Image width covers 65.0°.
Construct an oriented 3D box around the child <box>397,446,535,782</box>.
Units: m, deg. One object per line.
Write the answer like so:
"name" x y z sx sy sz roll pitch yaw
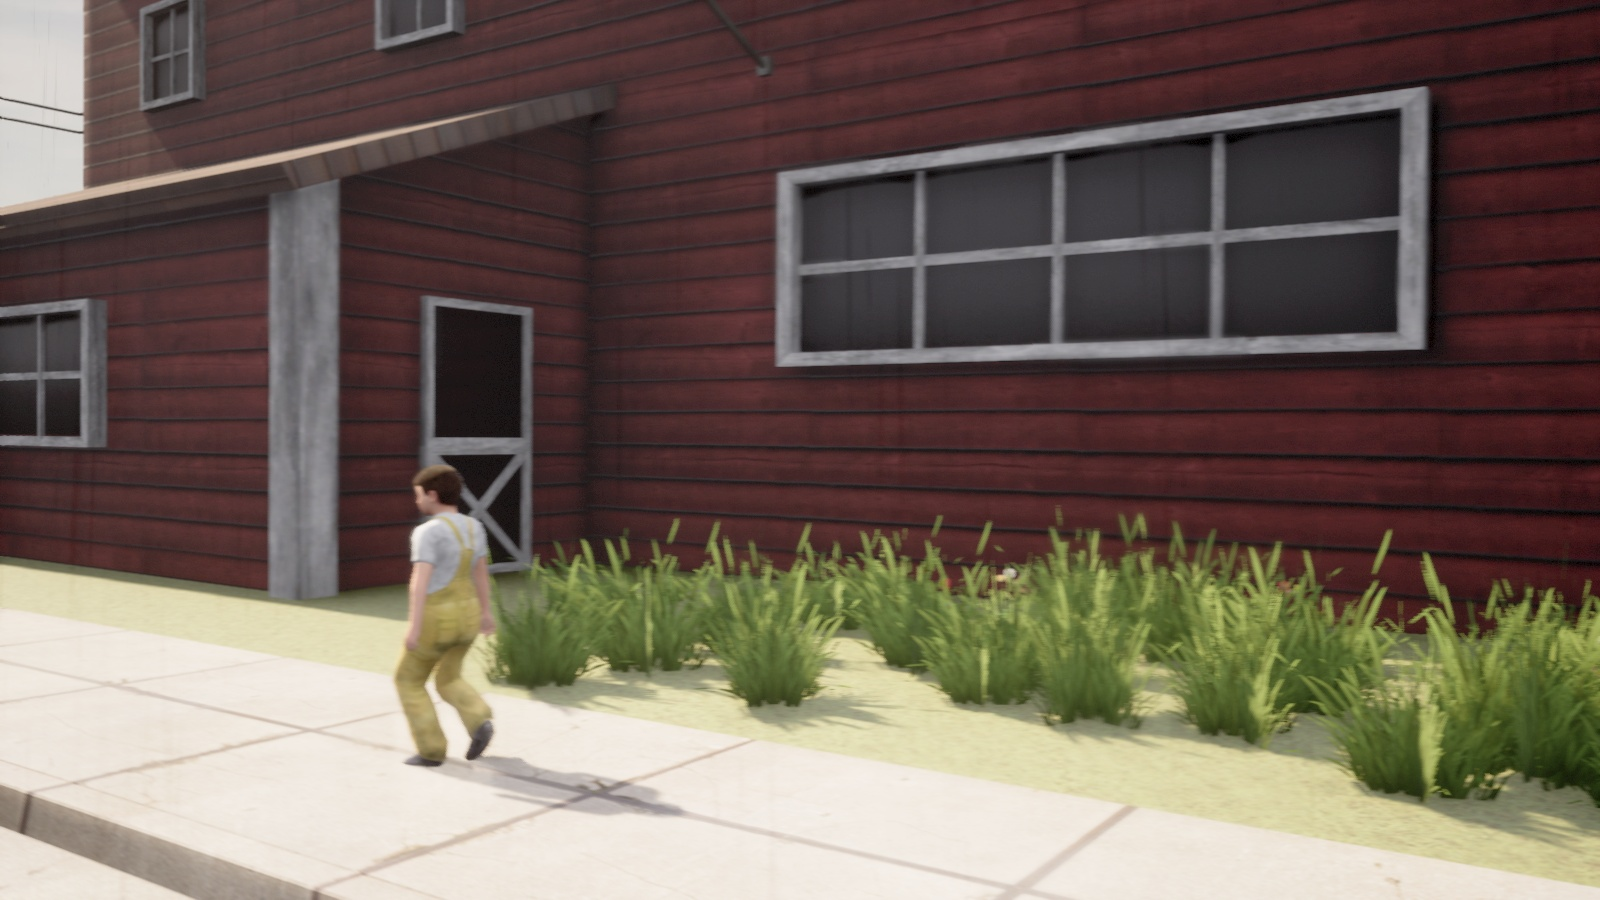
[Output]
"child" -1.313 0.618 4.941 0.437 1.263 0.270 0 1 26
